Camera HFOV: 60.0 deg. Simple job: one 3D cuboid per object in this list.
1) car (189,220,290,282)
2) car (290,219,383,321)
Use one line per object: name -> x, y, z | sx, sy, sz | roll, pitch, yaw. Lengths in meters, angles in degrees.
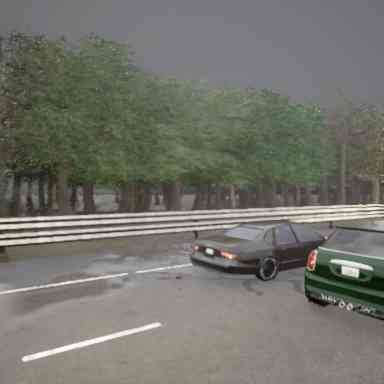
car -> 2.523, 1.543, 9.774 | 5.357, 1.411, 2.033 | 0, 0, -34
car -> 4.399, 1.357, 6.768 | 4.553, 1.767, 2.097 | 0, 0, -34
